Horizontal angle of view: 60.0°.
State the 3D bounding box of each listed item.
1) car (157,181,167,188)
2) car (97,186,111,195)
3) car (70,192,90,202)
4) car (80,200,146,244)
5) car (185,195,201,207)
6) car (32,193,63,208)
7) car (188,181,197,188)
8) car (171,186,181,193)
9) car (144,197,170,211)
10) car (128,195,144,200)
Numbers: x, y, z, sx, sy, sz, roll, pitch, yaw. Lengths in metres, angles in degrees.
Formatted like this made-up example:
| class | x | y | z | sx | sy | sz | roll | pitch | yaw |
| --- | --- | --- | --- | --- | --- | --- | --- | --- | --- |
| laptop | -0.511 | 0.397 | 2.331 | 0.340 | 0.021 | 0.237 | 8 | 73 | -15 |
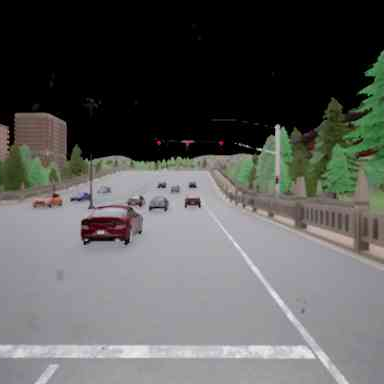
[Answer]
| class | x | y | z | sx | sy | sz | roll | pitch | yaw |
| --- | --- | --- | --- | --- | --- | --- | --- | --- | --- |
| car | -6.879 | -1.724 | 76.784 | 1.837 | 1.490 | 4.892 | 0 | 8 | 0 |
| car | -17.440 | -0.352 | 66.293 | 2.128 | 1.511 | 4.902 | 0 | 6 | 1 |
| car | -17.558 | 0.758 | 52.341 | 1.882 | 1.535 | 5.008 | 0 | 3 | 0 |
| car | -3.402 | 1.337 | 14.903 | 1.882 | 1.535 | 5.008 | 0 | 1 | 0 |
| car | 0.095 | 1.074 | 41.942 | 1.882 | 1.535 | 5.008 | 0 | 1 | 0 |
| car | -17.582 | 0.962 | 40.660 | 2.097 | 1.767 | 4.553 | 0 | 1 | 0 |
| car | 0.126 | -1.836 | 77.572 | 1.837 | 1.490 | 4.892 | 0 | 8 | 0 |
| car | -3.423 | -0.588 | 68.517 | 2.033 | 1.411 | 5.357 | 0 | 7 | 0 |
| car | -3.405 | 1.215 | 35.010 | 2.033 | 1.411 | 5.357 | 0 | 1 | 0 |
| car | -6.919 | 1.127 | 41.421 | 1.812 | 1.442 | 4.674 | 0 | 1 | 0 |
